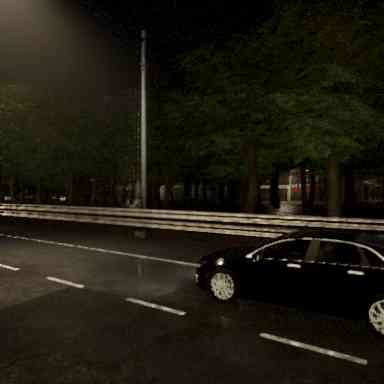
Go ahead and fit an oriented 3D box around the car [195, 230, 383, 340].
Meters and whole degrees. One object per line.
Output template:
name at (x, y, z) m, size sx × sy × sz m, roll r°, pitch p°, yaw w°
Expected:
car at (2.327, 1.506, 6.508) m, size 4.892 × 1.490 × 1.837 m, roll 0°, pitch 0°, yaw 36°
